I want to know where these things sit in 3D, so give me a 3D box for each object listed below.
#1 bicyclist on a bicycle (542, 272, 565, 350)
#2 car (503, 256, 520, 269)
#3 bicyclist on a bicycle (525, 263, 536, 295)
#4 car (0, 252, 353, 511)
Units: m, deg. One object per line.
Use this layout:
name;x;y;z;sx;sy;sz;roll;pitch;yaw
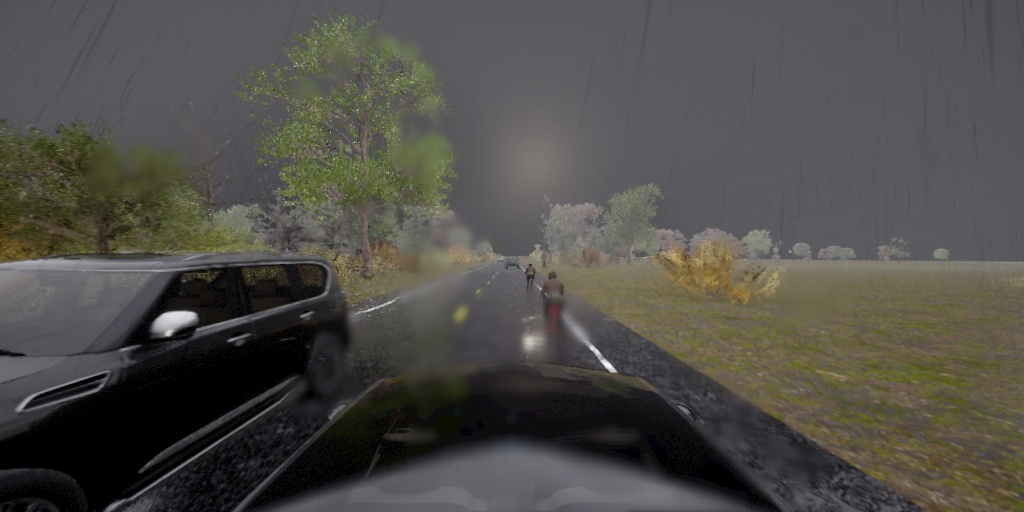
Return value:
bicyclist on a bicycle;0.962;1.206;8.186;0.582;1.620;1.656;0;0;0
car;0.098;0.977;57.535;2.150;2.045;5.566;0;0;0
bicyclist on a bicycle;0.962;1.209;18.515;0.582;1.620;1.656;0;0;0
car;-3.600;0.972;3.476;2.150;2.045;5.566;0;0;0
